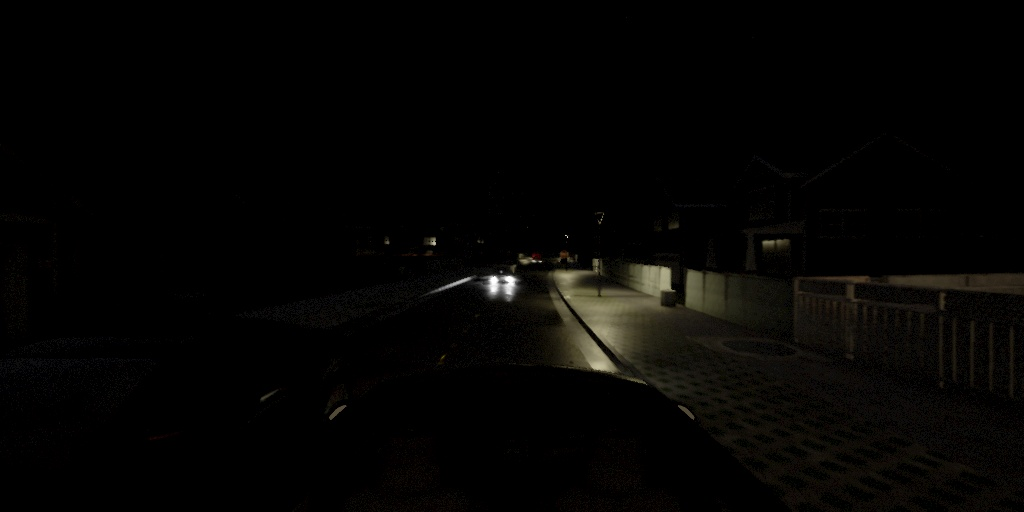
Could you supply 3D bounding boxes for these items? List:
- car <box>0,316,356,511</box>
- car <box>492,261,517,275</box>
[{"bbox_3d":[-2.790,1.268,2.588,1.812,1.442,4.674,0,0,1],"label":"car"},{"bbox_3d":[-0.714,1.112,34.628,1.895,1.301,4.718,0,1,7],"label":"car"}]
